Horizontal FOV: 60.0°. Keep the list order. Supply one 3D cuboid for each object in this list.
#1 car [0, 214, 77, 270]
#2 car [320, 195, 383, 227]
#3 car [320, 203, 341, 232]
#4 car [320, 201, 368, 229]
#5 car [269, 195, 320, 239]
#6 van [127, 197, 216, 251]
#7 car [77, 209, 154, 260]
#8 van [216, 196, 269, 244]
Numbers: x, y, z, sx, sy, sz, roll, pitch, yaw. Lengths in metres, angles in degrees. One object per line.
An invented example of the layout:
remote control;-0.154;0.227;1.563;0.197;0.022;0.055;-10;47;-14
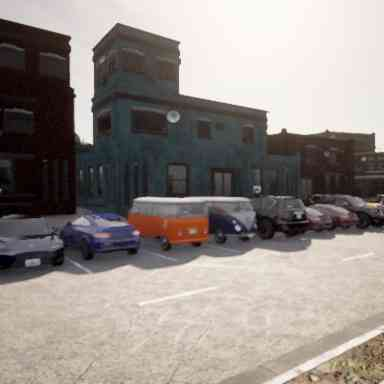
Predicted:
car;-5.669;1.495;10.904;2.163;1.488;4.792;0;0;-35
car;10.073;1.215;22.118;2.435;2.045;5.566;0;0;-35
car;5.633;1.500;18.987;2.002;1.452;4.674;0;0;-35
car;7.844;1.503;20.562;2.002;1.452;4.674;0;0;-35
car;3.351;1.208;17.401;2.435;2.045;5.566;0;0;-35
van;-1.227;1.234;14.249;1.878;1.987;4.442;0;0;-35
car;-3.523;1.502;12.466;2.002;1.452;4.674;0;0;-35
van;1.171;1.232;15.669;1.878;1.987;4.442;0;0;-35
